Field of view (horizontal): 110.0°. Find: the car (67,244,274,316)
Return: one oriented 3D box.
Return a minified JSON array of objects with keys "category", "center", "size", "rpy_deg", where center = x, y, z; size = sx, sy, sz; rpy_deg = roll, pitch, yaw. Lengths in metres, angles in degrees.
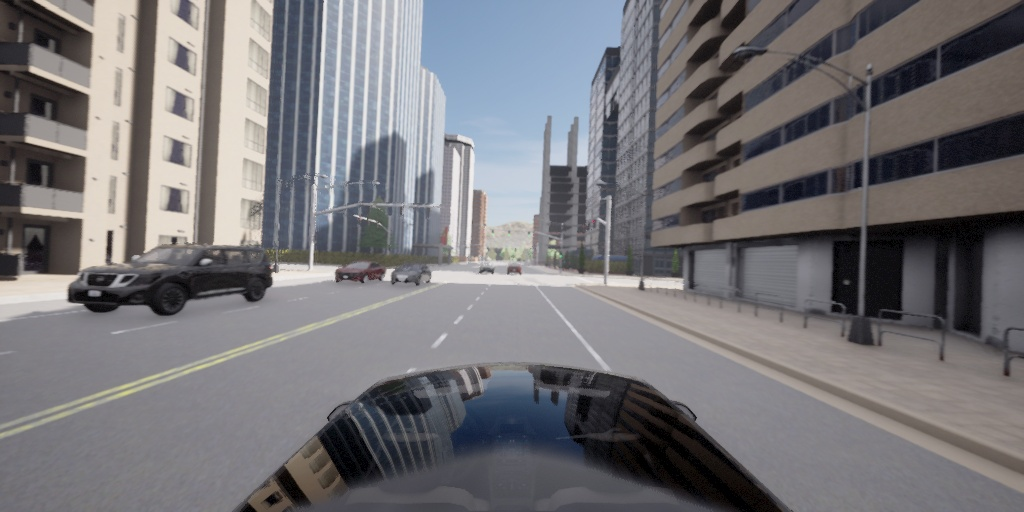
[{"category":"car","center":[-10.471,0.624,11.818],"size":[2.150,2.045,5.566],"rpy_deg":[2,-1,1]}]

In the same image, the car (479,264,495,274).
[{"category":"car","center":[-3.193,1.686,47.669],"size":[1.895,1.301,4.718],"rpy_deg":[2,-1,0]}]

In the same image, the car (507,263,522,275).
[{"category":"car","center":[0.314,1.732,49.521],"size":[1.882,1.535,5.008],"rpy_deg":[2,-1,0]}]

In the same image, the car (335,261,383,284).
[{"category":"car","center":[-10.358,1.065,24.848],"size":[1.882,1.535,5.008],"rpy_deg":[2,-1,0]}]

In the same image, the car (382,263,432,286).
[{"category":"car","center":[-6.862,1.224,24.835],"size":[2.128,1.511,4.902],"rpy_deg":[2,-1,0]}]
